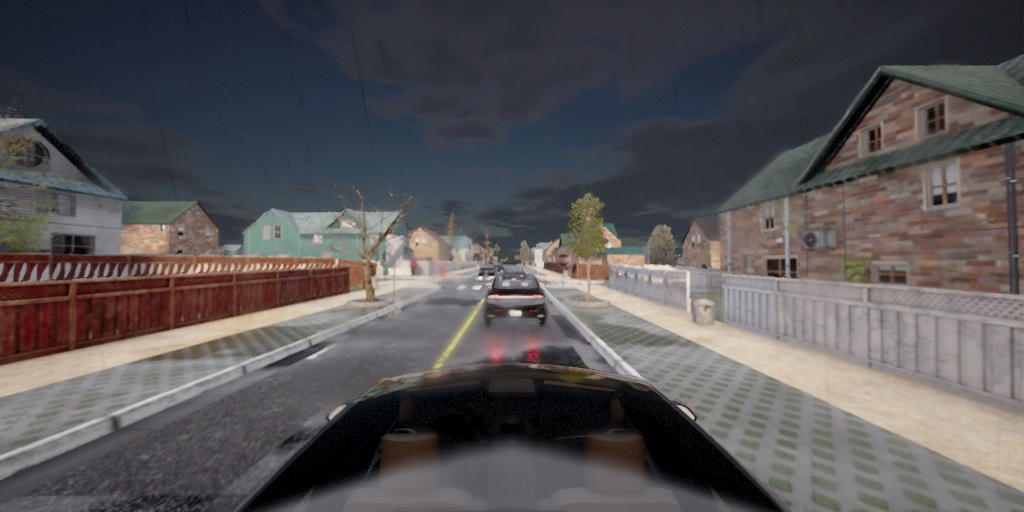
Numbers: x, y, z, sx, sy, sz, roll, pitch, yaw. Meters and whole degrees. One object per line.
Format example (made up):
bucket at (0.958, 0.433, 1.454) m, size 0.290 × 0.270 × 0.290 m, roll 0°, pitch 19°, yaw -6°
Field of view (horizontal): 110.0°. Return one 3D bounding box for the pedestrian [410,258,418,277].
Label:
pedestrian at (-9.573, 1.057, 34.874) m, size 0.375 × 1.860 × 0.375 m, roll 0°, pitch -3°, yaw 0°

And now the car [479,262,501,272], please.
car at (-2.801, 1.660, 42.489) m, size 2.033 × 1.411 × 5.357 m, roll 0°, pitch -1°, yaw 1°

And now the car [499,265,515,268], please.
car at (0.175, 1.629, 30.542) m, size 1.895 × 1.301 × 4.718 m, roll 1°, pitch -1°, yaw 0°

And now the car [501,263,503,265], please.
car at (-2.752, 1.786, 52.910) m, size 1.994 × 1.385 × 4.181 m, roll 0°, pitch -1°, yaw 0°

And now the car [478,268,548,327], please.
car at (0.113, 1.325, 11.950) m, size 2.128 × 1.511 × 4.902 m, roll 0°, pitch 0°, yaw 0°

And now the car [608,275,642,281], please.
car at (11.058, 1.814, 31.946) m, size 4.892 × 1.490 × 1.837 m, roll 1°, pitch -1°, yaw 1°
